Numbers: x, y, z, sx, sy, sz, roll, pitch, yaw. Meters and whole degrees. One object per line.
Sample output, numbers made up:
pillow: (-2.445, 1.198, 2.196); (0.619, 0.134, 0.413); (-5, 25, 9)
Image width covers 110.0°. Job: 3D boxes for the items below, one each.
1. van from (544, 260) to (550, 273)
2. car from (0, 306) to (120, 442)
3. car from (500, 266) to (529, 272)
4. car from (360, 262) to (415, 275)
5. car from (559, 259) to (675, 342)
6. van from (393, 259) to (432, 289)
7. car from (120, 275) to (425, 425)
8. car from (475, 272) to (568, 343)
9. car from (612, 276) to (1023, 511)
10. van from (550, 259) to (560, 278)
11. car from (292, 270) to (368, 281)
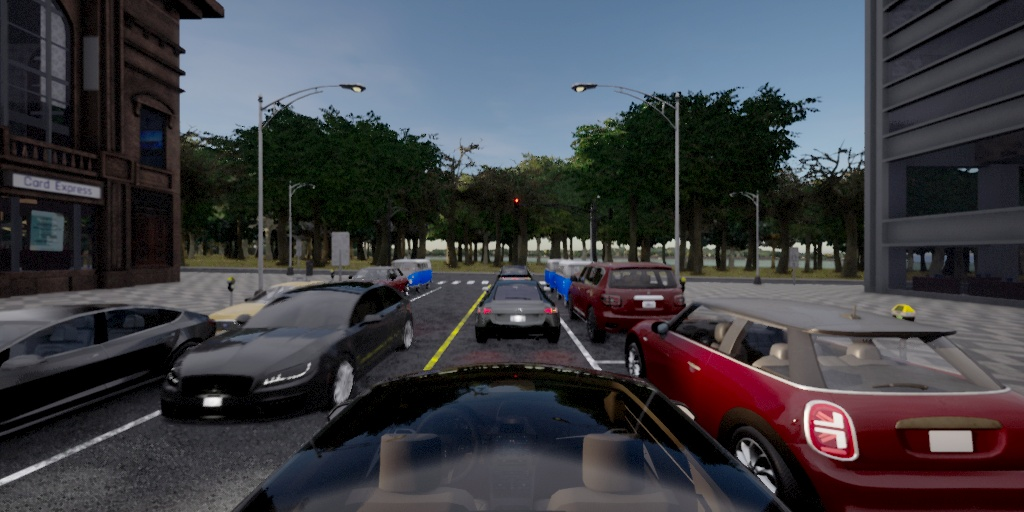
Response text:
van: (2.794, 1.079, 20.509); (1.690, 1.789, 3.998); (0, 0, 0)
car: (-5.759, 1.314, 4.211); (1.948, 1.339, 4.313); (0, 0, 0)
car: (0.129, 1.231, 18.563); (2.128, 1.511, 4.902); (0, 0, 0)
car: (-5.741, 1.181, 15.086); (1.967, 1.591, 4.097); (0, 0, 0)
car: (2.775, 1.059, 9.634); (2.192, 1.841, 5.009); (0, 0, 0)
van: (-5.731, 1.079, 20.524); (1.690, 1.789, 3.998); (0, 0, 0)
car: (-3.078, 1.252, 6.128); (1.837, 1.490, 4.892); (0, 0, 0)
car: (0.117, 1.309, 9.681); (1.994, 1.385, 4.181); (0, 0, 0)
car: (2.766, 1.188, 4.196); (1.967, 1.591, 4.097); (0, 0, 0)
van: (2.785, 1.082, 15.071); (1.690, 1.789, 3.998); (0, 0, 0)
car: (-5.750, 1.270, 9.479); (1.751, 1.417, 4.829); (0, 0, 0)
